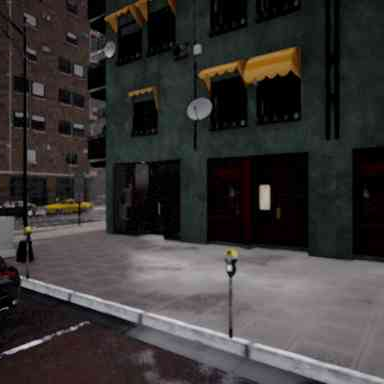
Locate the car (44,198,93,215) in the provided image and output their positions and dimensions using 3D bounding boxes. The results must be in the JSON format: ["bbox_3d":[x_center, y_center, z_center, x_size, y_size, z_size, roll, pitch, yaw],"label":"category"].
[{"bbox_3d":[-11.526,1.268,30.893,1.752,1.417,4.829,1,1,35],"label":"car"}]

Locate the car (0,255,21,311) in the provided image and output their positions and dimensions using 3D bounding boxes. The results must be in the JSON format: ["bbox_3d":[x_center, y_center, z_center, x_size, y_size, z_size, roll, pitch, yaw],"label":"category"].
[{"bbox_3d":[-5.039,1.557,6.461,4.403,1.369,2.008,0,0,35],"label":"car"}]

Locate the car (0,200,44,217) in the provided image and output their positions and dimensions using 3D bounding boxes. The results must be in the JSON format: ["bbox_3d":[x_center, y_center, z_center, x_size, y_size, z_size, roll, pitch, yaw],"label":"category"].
[{"bbox_3d":[-14.613,1.369,26.466,2.008,1.369,4.403,1,1,35],"label":"car"}]
